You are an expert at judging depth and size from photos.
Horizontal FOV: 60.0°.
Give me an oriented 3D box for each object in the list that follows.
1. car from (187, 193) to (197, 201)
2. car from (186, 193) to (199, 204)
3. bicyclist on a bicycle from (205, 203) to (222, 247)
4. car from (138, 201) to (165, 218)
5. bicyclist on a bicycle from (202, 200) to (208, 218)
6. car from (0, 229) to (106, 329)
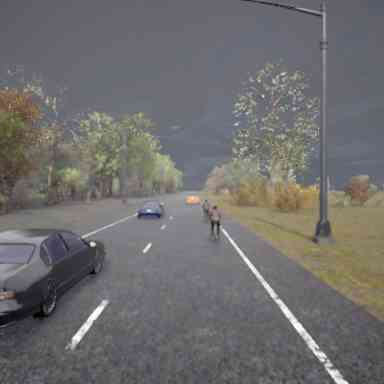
[{"bbox_3d":[0.036,1.027,73.716,2.097,1.767,4.553,0,0,0],"label":"car"},{"bbox_3d":[0.127,1.104,55.223,2.097,1.767,4.553,0,0,0],"label":"car"},{"bbox_3d":[0.972,1.390,13.806,0.582,1.620,1.656,0,0,0],"label":"bicyclist on a bicycle"},{"bbox_3d":[-3.389,1.436,28.333,1.994,1.385,4.181,0,0,0],"label":"car"},{"bbox_3d":[0.977,1.349,22.807,0.582,1.620,1.656,0,0,0],"label":"bicyclist on a bicycle"},{"bbox_3d":[-3.398,1.514,7.226,2.033,1.411,5.357,0,0,0],"label":"car"}]
